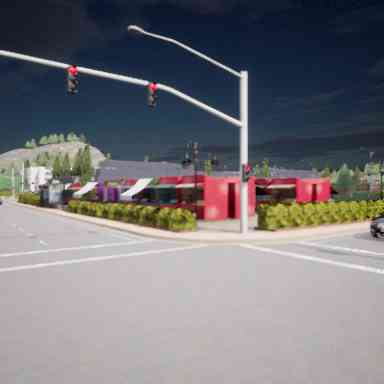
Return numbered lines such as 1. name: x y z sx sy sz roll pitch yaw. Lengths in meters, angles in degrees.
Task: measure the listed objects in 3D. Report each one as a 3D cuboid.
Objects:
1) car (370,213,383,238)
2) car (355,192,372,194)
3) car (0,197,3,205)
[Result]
1. car: 10.229 1.368 15.581 4.902 1.511 2.128 0 0 -35
2. car: 27.398 0.909 54.450 1.932 1.855 4.605 0 0 -35
3. car: -31.809 1.431 53.864 2.033 1.411 5.357 0 0 -35
